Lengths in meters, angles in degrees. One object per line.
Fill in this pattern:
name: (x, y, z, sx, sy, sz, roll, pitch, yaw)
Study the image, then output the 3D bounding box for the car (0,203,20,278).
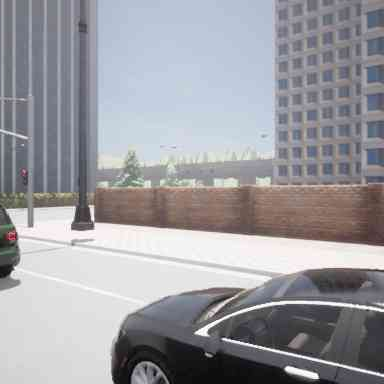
car: (-6.786, 1.221, 8.819, 5.566, 2.045, 2.150, 0, 0, 35)

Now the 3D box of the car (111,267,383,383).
car: (1.326, 1.502, 3.047, 4.892, 1.490, 1.837, -1, -1, 36)
